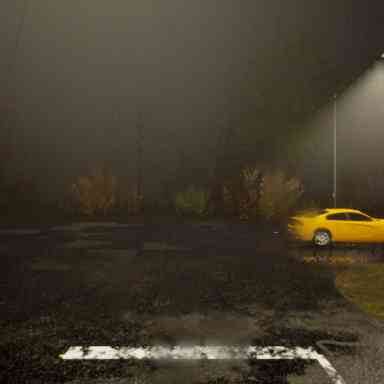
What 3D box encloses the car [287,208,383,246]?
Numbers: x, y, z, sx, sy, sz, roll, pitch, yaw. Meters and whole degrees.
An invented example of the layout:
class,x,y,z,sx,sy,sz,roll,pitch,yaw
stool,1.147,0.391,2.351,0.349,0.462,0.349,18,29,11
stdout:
class,x,y,z,sx,sy,sz,roll,pitch,yaw
car,6.792,1.493,14.683,5.008,1.535,1.882,0,0,-1
